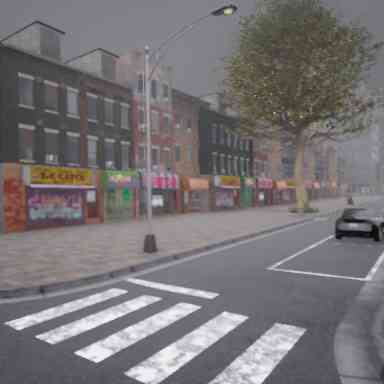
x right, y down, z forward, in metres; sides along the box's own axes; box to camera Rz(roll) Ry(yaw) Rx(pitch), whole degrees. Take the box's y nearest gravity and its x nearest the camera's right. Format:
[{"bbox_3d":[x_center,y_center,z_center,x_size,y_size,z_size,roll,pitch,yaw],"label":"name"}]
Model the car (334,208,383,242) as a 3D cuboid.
[{"bbox_3d":[7.742,1.377,15.177,1.947,1.339,4.313,-1,0,35],"label":"car"}]
